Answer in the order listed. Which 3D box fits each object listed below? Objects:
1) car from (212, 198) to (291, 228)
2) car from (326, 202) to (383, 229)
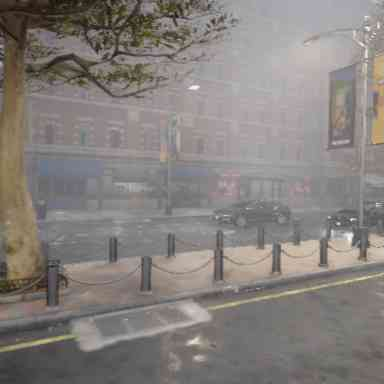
[{"bbox_3d":[3.463,1.128,18.999,4.892,1.490,1.837,0,1,-29],"label":"car"},{"bbox_3d":[9.962,1.276,18.604,5.357,1.411,2.033,0,1,-29],"label":"car"}]
